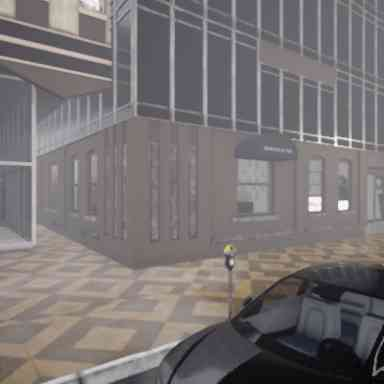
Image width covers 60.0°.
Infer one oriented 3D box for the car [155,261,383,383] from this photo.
[{"bbox_3d":[1.686,1.568,3.643,4.313,1.339,1.947,0,0,-36],"label":"car"}]
